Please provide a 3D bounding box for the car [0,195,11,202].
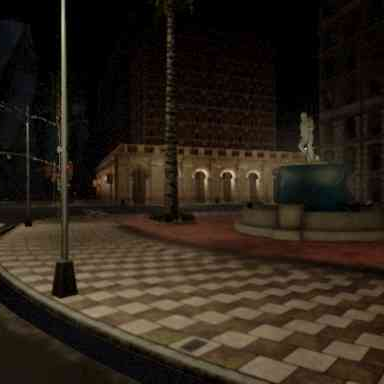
[{"bbox_3d":[-44.420,1.579,79.138,1.882,1.535,5.008,0,0,-20],"label":"car"}]
